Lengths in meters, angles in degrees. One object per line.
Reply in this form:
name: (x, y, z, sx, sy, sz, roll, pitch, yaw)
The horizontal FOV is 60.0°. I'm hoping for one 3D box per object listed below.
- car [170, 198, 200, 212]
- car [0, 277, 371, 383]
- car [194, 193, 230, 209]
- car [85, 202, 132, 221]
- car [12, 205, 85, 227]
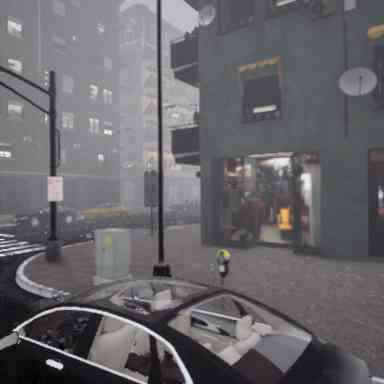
car: (-0.652, 1.377, 37.029, 1.887, 1.381, 4.507, 0, 1, 35)
car: (-0.630, 1.579, 3.321, 4.403, 1.369, 2.008, -1, 0, 35)
car: (2.531, 1.072, 41.593, 2.192, 1.841, 5.009, 0, 1, 35)
car: (-7.118, 1.512, 27.754, 1.752, 1.417, 4.829, 0, 1, 35)
car: (-10.204, 1.612, 23.327, 2.008, 1.369, 4.403, 0, 1, 35)
